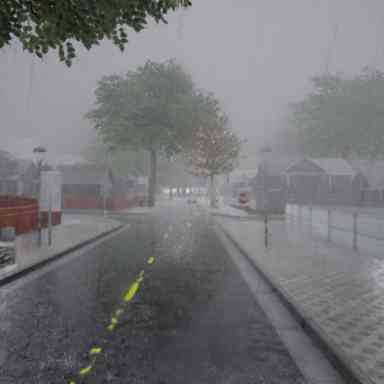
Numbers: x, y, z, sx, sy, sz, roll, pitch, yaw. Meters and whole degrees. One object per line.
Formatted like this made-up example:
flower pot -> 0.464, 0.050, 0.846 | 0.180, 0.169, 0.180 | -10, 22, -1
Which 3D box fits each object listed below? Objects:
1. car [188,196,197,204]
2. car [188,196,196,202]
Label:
car -> 0.024, 1.842, 73.700 | 1.994, 1.385, 4.181 | 0, 0, 0
car -> 0.027, 1.694, 83.707 | 1.812, 1.442, 4.674 | 0, 0, 0
